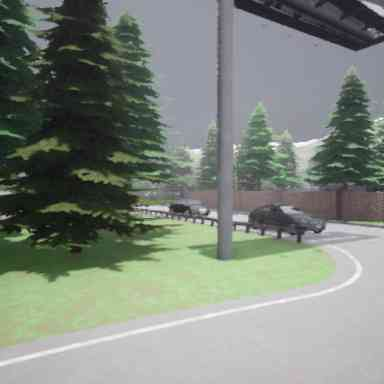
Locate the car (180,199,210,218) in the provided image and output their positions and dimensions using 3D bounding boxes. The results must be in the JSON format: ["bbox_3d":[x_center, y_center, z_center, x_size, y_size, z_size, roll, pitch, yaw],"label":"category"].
[{"bbox_3d":[-0.269,1.304,27.548,2.128,1.511,4.902,0,0,-28],"label":"car"}]

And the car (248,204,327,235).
[{"bbox_3d":[4.890,1.366,17.748,1.812,1.442,4.674,0,0,-28],"label":"car"}]
